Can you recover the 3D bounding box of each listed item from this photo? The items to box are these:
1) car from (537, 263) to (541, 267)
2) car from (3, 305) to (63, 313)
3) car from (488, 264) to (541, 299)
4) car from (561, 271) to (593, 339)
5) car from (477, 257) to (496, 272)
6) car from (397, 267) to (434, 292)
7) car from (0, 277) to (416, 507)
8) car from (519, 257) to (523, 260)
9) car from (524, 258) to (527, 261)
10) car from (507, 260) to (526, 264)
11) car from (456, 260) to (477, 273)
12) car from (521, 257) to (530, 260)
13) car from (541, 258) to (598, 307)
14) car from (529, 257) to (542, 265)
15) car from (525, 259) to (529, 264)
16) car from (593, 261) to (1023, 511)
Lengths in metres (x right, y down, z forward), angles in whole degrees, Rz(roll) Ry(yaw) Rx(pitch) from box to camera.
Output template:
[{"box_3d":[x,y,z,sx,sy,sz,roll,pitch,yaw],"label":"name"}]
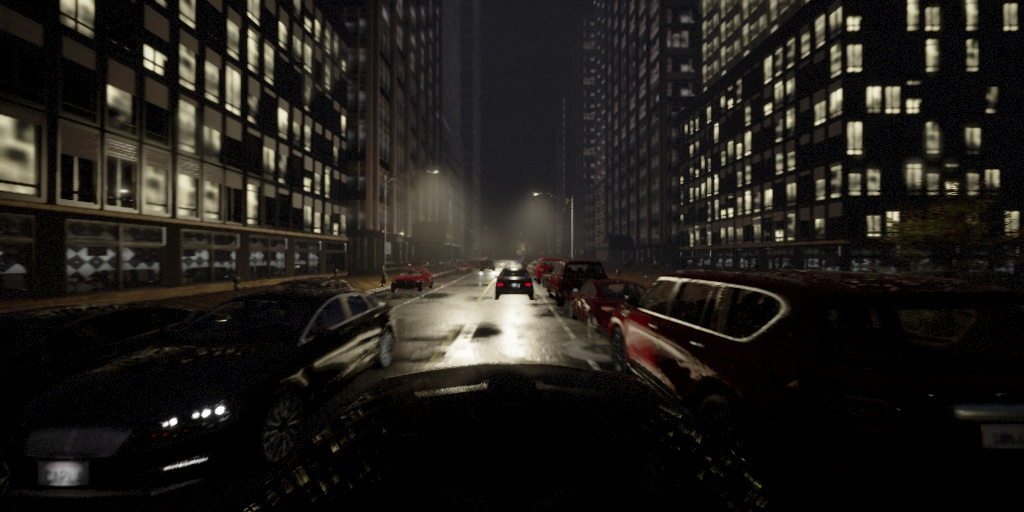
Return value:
[{"box_3d":[2.693,1.308,20.961,1.948,1.339,4.313,0,0,0],"label":"car"},{"box_3d":[-5.688,1.315,4.342,1.948,1.339,4.313,0,0,0],"label":"car"},{"box_3d":[0.104,1.291,17.819,2.033,1.411,5.357,0,0,0],"label":"car"},{"box_3d":[2.692,1.292,9.881,1.888,1.381,4.507,0,0,0],"label":"car"},{"box_3d":[-3.073,1.235,45.903,1.837,1.490,4.892,0,0,0],"label":"car"},{"box_3d":[-5.687,1.324,20.960,1.802,1.307,4.207,0,0,0],"label":"car"},{"box_3d":[-3.098,1.240,4.929,2.128,1.511,4.902,0,0,0],"label":"car"},{"box_3d":[2.695,1.038,59.736,2.192,1.841,5.009,0,0,0],"label":"car"},{"box_3d":[2.694,1.257,43.288,1.751,1.417,4.829,0,0,0],"label":"car"},{"box_3d":[0.102,1.337,35.046,1.895,1.301,4.718,0,0,0],"label":"car"},{"box_3d":[-5.686,1.314,43.118,1.802,1.307,4.207,0,0,0],"label":"car"},{"box_3d":[2.695,1.292,54.196,1.948,1.339,4.313,0,0,0],"label":"car"},{"box_3d":[2.692,1.059,15.422,2.192,1.841,5.009,0,0,0],"label":"car"},{"box_3d":[2.694,1.054,26.500,2.192,1.841,5.009,0,0,0],"label":"car"},{"box_3d":[2.694,1.285,37.579,2.007,1.370,4.403,0,0,0],"label":"car"},{"box_3d":[2.692,1.064,4.342,2.192,1.841,5.009,0,0,0],"label":"car"}]
